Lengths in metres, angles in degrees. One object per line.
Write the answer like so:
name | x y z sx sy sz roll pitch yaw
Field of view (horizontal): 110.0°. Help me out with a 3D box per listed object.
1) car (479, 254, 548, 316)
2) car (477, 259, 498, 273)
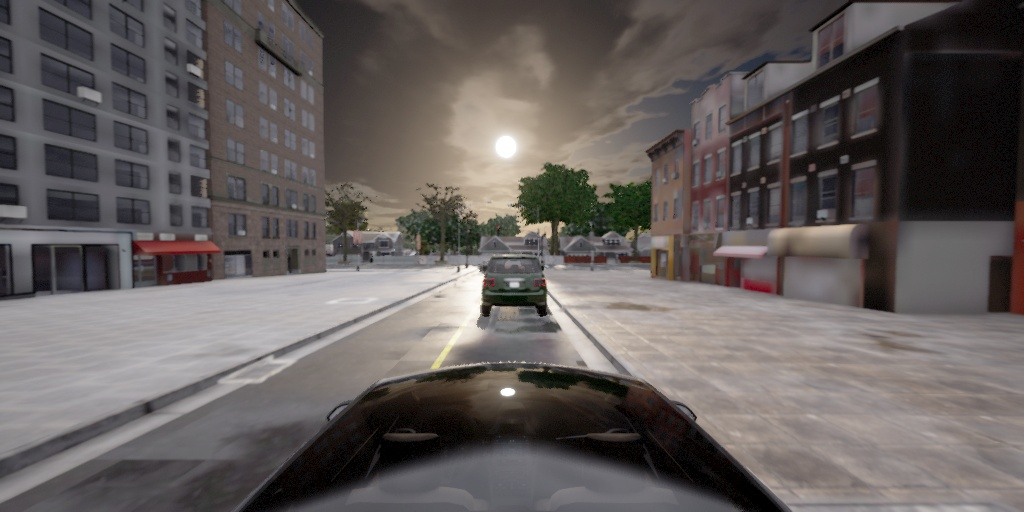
car | 0.065 0.956 13.503 2.150 2.045 5.566 0 0 0
car | -2.822 1.164 42.672 2.128 1.511 4.902 0 0 0
